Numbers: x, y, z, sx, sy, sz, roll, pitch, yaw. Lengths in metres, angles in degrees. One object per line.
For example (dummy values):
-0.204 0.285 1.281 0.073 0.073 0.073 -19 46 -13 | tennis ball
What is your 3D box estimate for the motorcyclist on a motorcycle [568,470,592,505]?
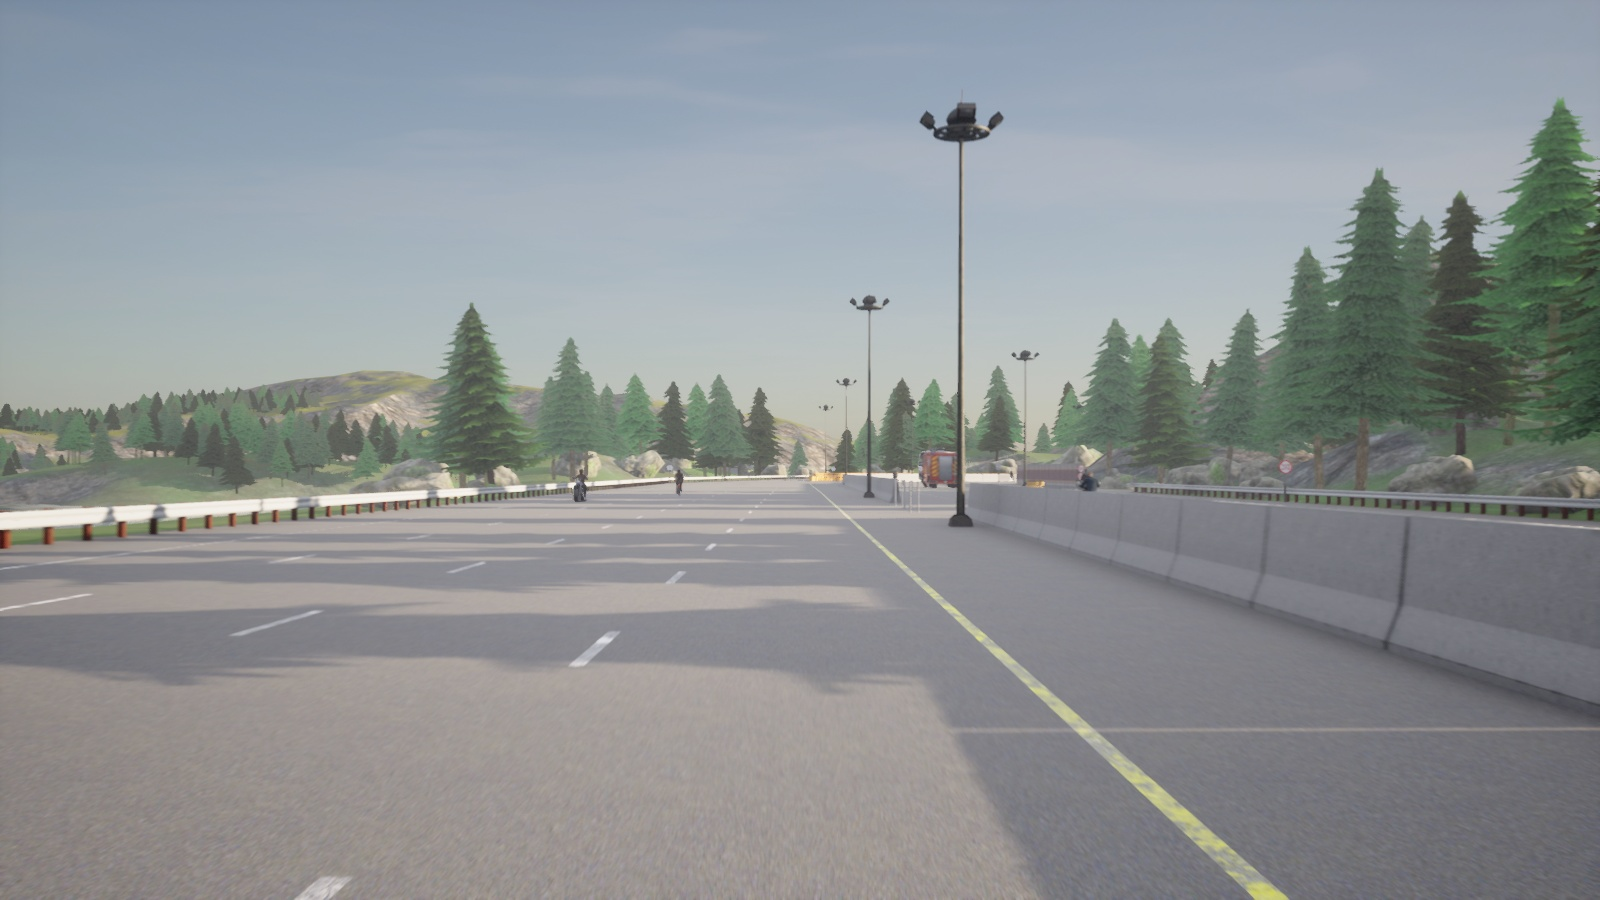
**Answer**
-10.644 1.824 60.925 0.766 1.649 2.350 0 -1 0 | motorcyclist on a motorcycle
